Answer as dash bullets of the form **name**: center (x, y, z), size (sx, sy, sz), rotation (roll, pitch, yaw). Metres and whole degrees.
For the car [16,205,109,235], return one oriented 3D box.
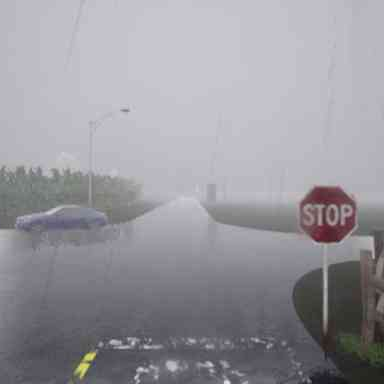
- **car**: center (-6.860, 1.451, 17.941), size (4.674, 1.442, 1.812), rotation (1, 1, -35)
